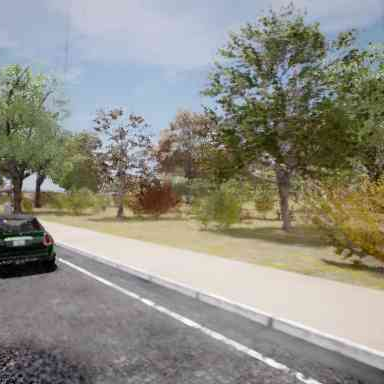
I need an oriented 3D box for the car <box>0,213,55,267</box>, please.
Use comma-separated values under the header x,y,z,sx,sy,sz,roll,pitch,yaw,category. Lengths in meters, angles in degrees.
x,y,z,sx,sy,sz,roll,pitch,yaw,category
-6.366,1.551,11.485,2.097,1.767,4.553,0,-1,-37,car
